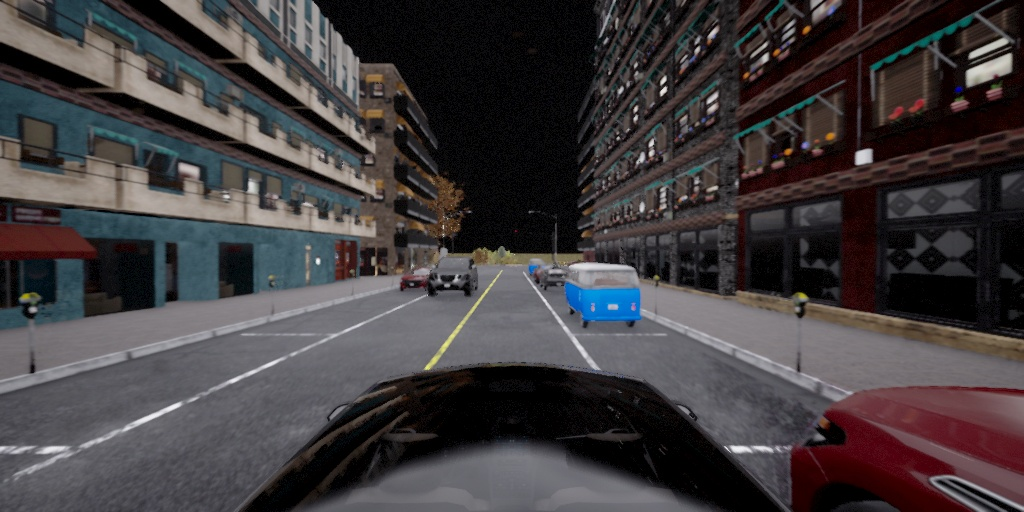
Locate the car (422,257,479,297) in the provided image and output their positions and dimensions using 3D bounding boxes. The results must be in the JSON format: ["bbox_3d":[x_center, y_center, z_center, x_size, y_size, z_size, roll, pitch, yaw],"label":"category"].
[{"bbox_3d":[-3.099,1.046,19.896,2.150,2.045,5.566,0,0,0],"label":"car"}]

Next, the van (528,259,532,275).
[{"bbox_3d":[2.692,1.236,39.675,1.690,1.789,3.998,0,0,0],"label":"van"}]

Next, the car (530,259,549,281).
[{"bbox_3d":[2.691,1.296,28.347,1.967,1.591,4.097,0,0,0],"label":"car"}]

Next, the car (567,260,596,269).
[{"bbox_3d":[12.028,1.415,62.321,4.674,1.442,1.812,0,1,0],"label":"car"}]

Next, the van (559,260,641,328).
[{"bbox_3d":[2.690,1.132,11.350,1.690,1.789,3.998,0,0,0],"label":"van"}]

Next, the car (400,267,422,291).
[{"bbox_3d":[-5.690,1.380,22.633,1.888,1.381,4.507,0,0,0],"label":"car"}]

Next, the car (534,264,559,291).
[{"bbox_3d":[2.690,1.386,22.681,2.007,1.370,4.403,0,0,0],"label":"car"}]
